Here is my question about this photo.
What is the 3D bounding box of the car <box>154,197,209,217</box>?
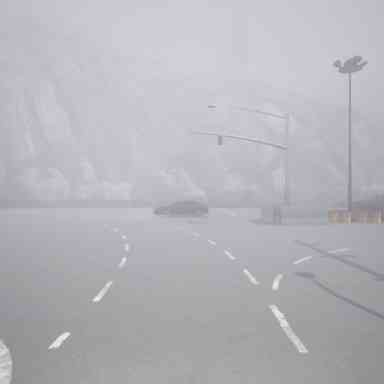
[{"bbox_3d":[-0.954,1.441,29.716,4.892,1.490,1.837,0,0,-3],"label":"car"}]

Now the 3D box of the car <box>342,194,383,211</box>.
[{"bbox_3d":[17.354,1.161,30.665,5.566,2.045,2.150,0,0,-3],"label":"car"}]

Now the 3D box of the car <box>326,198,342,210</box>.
[{"bbox_3d":[19.147,1.408,41.268,4.902,1.511,2.128,0,0,-3],"label":"car"}]
